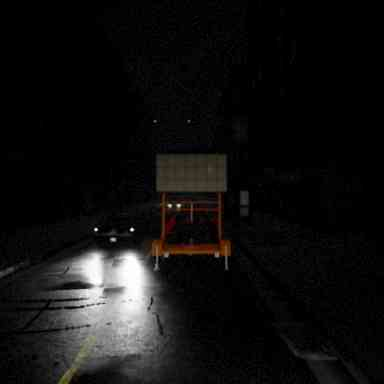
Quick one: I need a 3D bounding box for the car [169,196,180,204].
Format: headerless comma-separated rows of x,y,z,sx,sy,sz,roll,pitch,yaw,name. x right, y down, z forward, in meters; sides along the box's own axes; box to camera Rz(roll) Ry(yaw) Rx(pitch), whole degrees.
-3.128,1.400,59.823,1.882,1.535,5.008,0,0,0,car

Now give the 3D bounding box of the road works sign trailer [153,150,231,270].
-0.011,0.447,10.915,2.380,3.560,2.880,0,0,0,road works sign trailer

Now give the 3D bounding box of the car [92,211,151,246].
-3.116,1.578,15.415,1.895,1.301,4.718,0,0,0,car
